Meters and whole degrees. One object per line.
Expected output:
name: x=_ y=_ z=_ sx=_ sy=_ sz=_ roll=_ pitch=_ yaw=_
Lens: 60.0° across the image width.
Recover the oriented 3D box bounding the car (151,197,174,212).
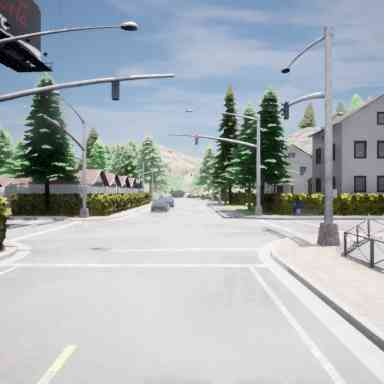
car: x=-3.613 y=1.547 z=38.507 sx=2.033 sy=1.411 sz=5.357 roll=0 pitch=0 yaw=0
